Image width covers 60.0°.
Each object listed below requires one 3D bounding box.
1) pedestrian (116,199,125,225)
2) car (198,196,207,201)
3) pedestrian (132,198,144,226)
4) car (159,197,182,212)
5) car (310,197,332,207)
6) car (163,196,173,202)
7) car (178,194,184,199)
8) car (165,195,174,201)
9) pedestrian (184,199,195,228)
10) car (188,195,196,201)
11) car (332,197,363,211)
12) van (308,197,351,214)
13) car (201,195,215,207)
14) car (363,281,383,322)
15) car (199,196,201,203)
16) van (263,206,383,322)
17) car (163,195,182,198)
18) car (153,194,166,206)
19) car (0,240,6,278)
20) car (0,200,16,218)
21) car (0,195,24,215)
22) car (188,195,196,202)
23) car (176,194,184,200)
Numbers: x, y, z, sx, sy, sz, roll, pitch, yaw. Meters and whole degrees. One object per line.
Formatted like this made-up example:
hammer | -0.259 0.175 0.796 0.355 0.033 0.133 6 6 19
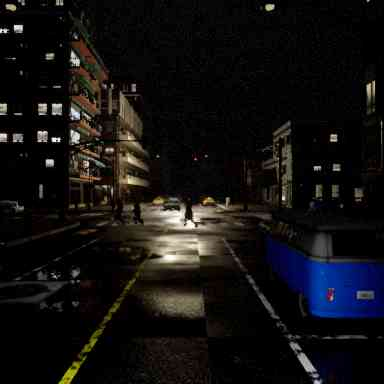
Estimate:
pedestrian | -4.819 1.295 22.244 0.375 1.860 0.375 0 0 0
car | 2.675 1.641 84.973 2.008 1.369 4.403 0 0 0
pedestrian | -3.542 1.300 21.687 0.375 1.860 0.375 0 0 0
car | -2.534 1.633 39.953 1.895 1.301 4.718 0 0 -10
car | 14.903 1.549 33.634 5.008 1.535 1.882 0 0 0
car | -5.705 1.630 79.432 2.008 1.369 4.403 0 0 0
car | -3.032 1.410 67.499 2.097 1.767 4.553 0 0 0
car | -5.706 1.616 84.801 1.752 1.417 4.829 0 0 0
pedestrian | -0.155 1.300 21.046 0.375 1.860 0.375 0 0 0
car | -0.018 1.465 88.547 1.882 1.535 5.008 0 0 0
car | 14.917 1.358 27.846 5.009 1.841 2.192 0 0 0
van | 14.892 1.425 36.225 3.998 1.788 1.690 0 0 0
car | 2.682 1.561 51.908 1.752 1.417 4.829 0 0 0
car | 2.660 1.582 1.262 1.802 1.307 4.206 0 0 0
car | 2.679 1.632 62.817 1.802 1.307 4.206 0 0 0
van | 2.659 1.342 6.951 1.690 1.788 3.998 0 0 0
car | -3.104 1.586 54.008 2.033 1.411 5.357 0 0 0
car | -5.700 1.568 57.105 1.752 1.417 4.829 0 0 0
car | -5.689 1.567 6.975 1.947 1.339 4.313 0 0 0
car | -17.472 1.534 27.759 4.206 1.307 1.802 0 0 0
car | -18.386 1.184 30.345 5.566 2.045 2.150 0 0 0
car | -0.016 1.616 78.127 2.033 1.411 5.357 0 0 0
car | -3.017 1.255 83.127 1.882 1.535 5.008 0 0 0
